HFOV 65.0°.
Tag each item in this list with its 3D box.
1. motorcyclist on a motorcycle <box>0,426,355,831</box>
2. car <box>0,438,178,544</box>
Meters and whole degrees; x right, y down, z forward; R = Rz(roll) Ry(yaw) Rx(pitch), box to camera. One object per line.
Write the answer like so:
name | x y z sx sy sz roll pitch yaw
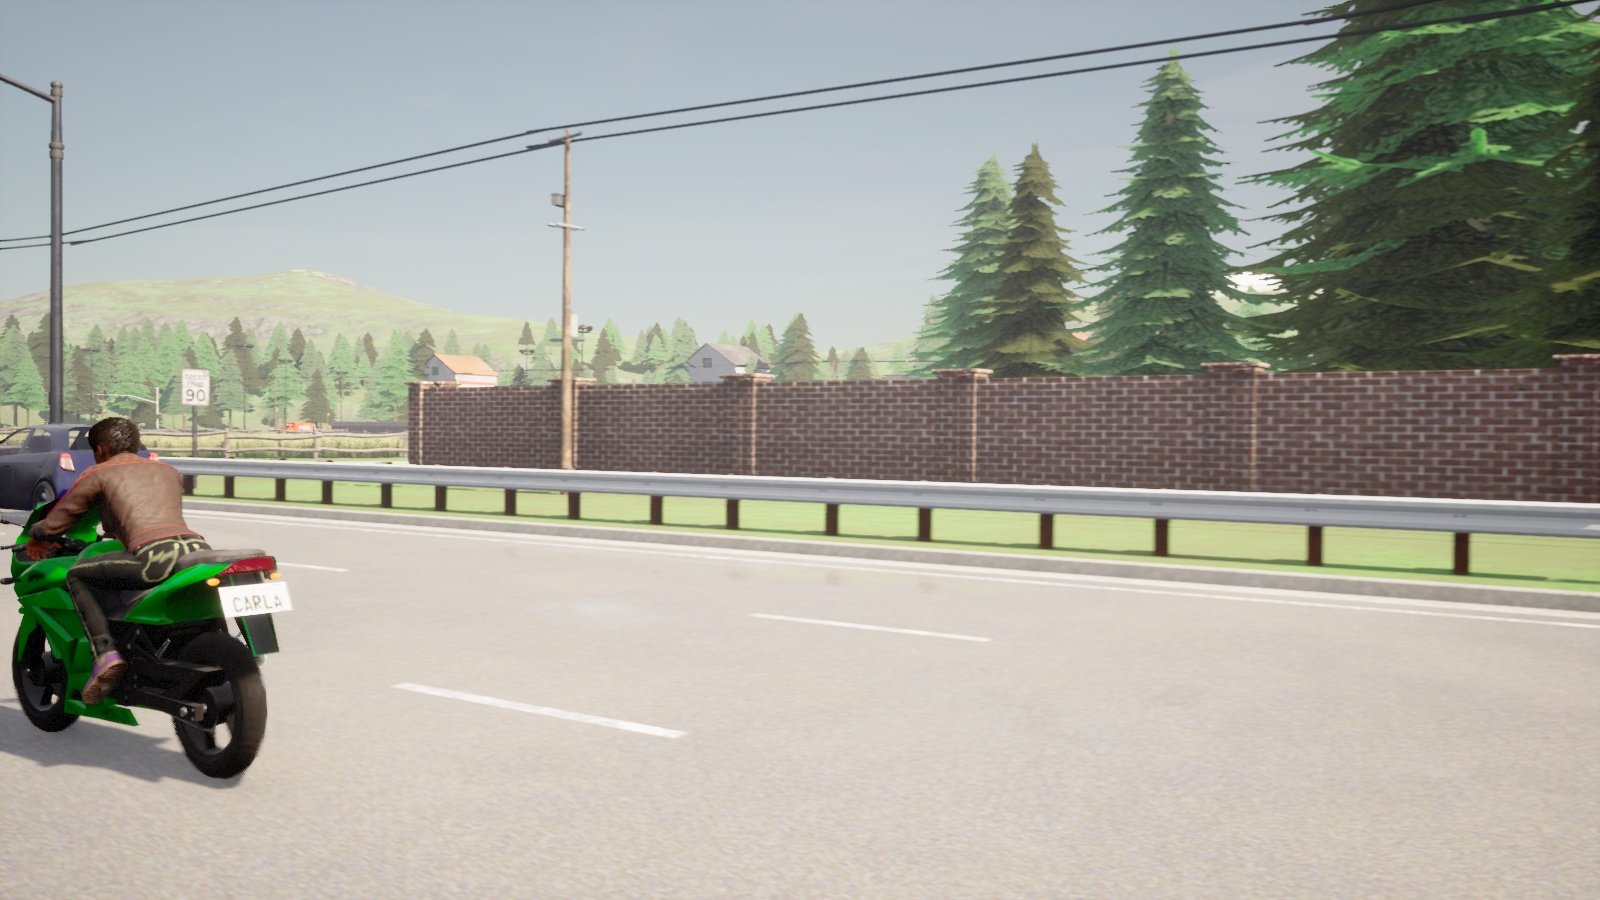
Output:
motorcyclist on a motorcycle | -2.987 0.664 5.608 2.044 1.523 0.797 0 1 34
car | -11.739 0.581 19.825 3.633 1.501 1.845 0 1 34
